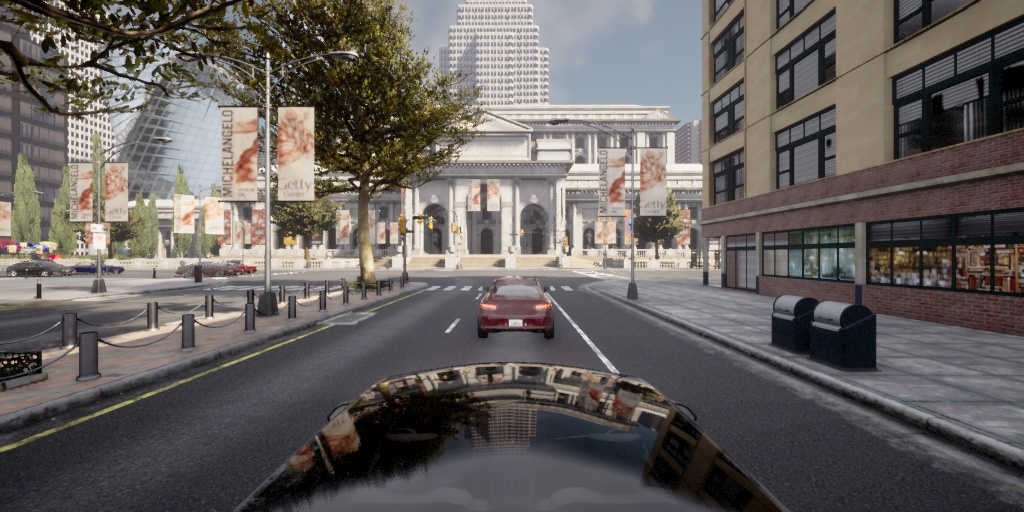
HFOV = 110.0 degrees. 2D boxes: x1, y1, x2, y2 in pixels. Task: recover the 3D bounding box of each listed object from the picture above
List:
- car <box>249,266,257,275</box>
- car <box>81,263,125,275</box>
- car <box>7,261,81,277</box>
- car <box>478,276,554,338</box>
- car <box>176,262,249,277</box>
[{"bbox_3d":[-29.579,1.351,37.671,4.718,1.301,1.895,0,0,1],"label":"car"},{"bbox_3d":[-43.924,1.351,37.806,4.718,1.301,1.895,0,0,0],"label":"car"},{"bbox_3d":[-45.008,1.256,34.286,4.892,1.490,1.837,0,0,0],"label":"car"},{"bbox_3d":[0.118,1.276,10.021,1.812,1.442,4.674,0,0,1],"label":"car"},{"bbox_3d":[-28.729,1.297,34.161,5.357,1.411,2.033,0,0,1],"label":"car"}]
